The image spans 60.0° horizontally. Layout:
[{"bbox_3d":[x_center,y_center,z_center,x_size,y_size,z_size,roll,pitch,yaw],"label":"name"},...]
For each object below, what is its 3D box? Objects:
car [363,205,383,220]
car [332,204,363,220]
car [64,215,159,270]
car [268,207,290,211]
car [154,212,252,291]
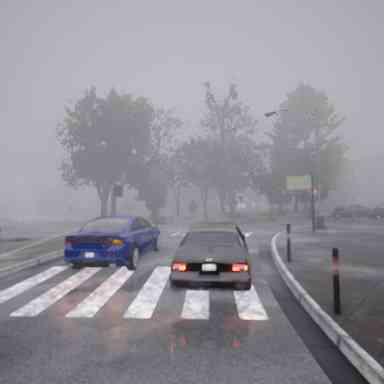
[{"bbox_3d":[17.359,1.746,28.918,4.718,1.301,1.895,0,-3,-33],"label":"car"},{"bbox_3d":[15.275,1.863,31.467,4.892,1.490,1.837,-1,-2,-33],"label":"car"},{"bbox_3d":[-2.367,1.487,11.096,1.882,1.535,5.008,-1,0,7],"label":"car"},{"bbox_3d":[19.150,3.864,73.477,4.718,1.301,1.895,-4,-6,41],"label":"car"},{"bbox_3d":[0.607,1.526,9.069,2.033,1.411,5.357,-1,0,6],"label":"car"}]
